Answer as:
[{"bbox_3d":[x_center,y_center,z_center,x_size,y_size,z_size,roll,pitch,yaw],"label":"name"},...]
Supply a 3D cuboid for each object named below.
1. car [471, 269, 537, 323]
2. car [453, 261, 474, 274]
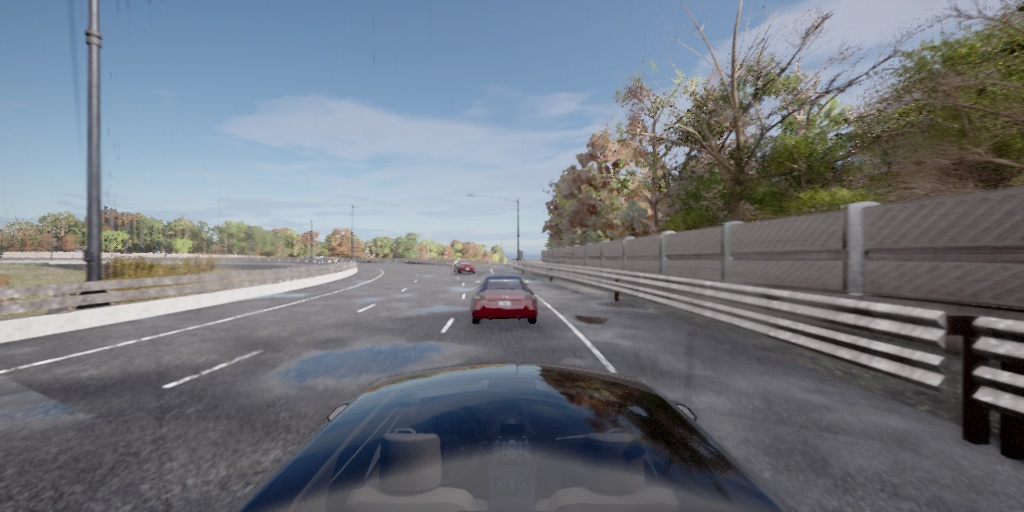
[{"bbox_3d":[-0.309,1.303,12.070,1.994,1.385,4.181,0,0,-3],"label":"car"},{"bbox_3d":[-5.407,1.231,40.298,1.812,1.442,4.674,0,0,-17],"label":"car"}]
